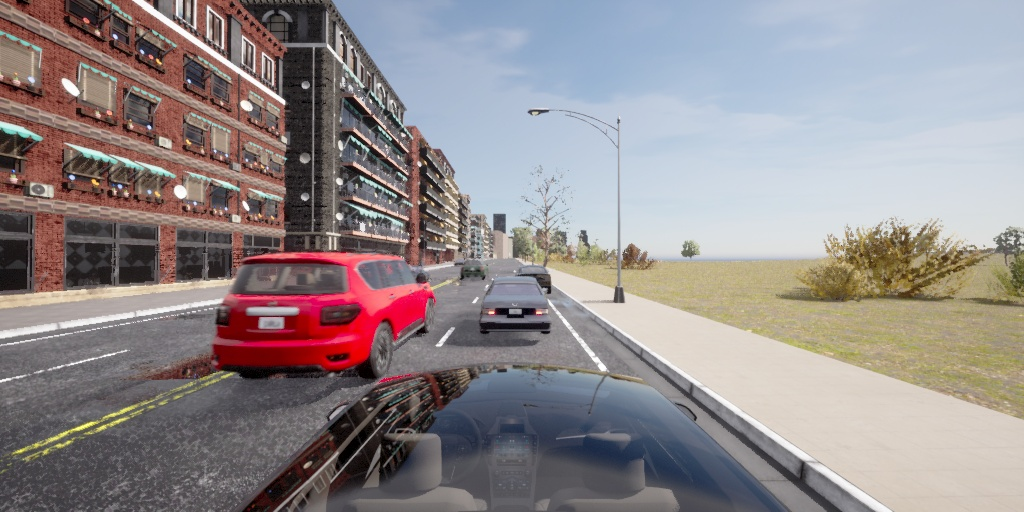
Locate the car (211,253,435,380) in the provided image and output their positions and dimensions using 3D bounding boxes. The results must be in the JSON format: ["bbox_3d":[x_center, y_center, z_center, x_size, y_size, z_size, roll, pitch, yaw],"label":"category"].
[{"bbox_3d":[-3.157,0.972,7.386,2.150,2.045,5.566,0,0,0],"label":"car"}]

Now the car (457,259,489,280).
[{"bbox_3d":[-3.179,1.103,31.407,2.097,1.767,4.553,0,0,1],"label":"car"}]

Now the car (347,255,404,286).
[{"bbox_3d":[-9.876,0.973,26.545,2.150,2.045,5.566,0,0,0],"label":"car"}]

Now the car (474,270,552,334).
[{"bbox_3d":[0.093,1.299,10.586,2.033,1.411,5.357,0,0,0],"label":"car"}]

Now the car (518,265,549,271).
[{"bbox_3d":[1.118,1.230,20.350,1.882,1.535,5.008,0,0,0],"label":"car"}]

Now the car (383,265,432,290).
[{"bbox_3d":[-6.622,1.316,23.189,1.994,1.385,4.181,0,0,0],"label":"car"}]
